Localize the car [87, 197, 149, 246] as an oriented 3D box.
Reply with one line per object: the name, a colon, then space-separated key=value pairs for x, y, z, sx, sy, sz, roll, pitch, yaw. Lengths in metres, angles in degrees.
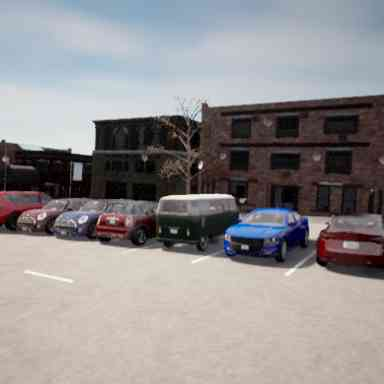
car: x=-2.000 y=1.204 z=14.733 sx=2.185 sy=1.767 sz=4.553 roll=0 pitch=0 yaw=31

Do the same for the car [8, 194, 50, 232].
car: x=-6.781 y=1.168 z=17.662 sx=2.185 sy=1.767 sz=4.553 roll=0 pitch=0 yaw=31

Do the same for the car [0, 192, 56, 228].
car: x=-11.595 y=1.007 z=20.534 sx=2.435 sy=2.045 sz=5.566 roll=0 pitch=0 yaw=31

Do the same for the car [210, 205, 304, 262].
car: x=2.832 y=1.365 z=11.891 sx=2.097 sy=1.535 sz=5.008 roll=0 pitch=0 yaw=31

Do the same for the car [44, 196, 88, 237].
car: x=-4.374 y=1.186 z=16.225 sx=2.185 sy=1.767 sz=4.553 roll=0 pitch=0 yaw=31

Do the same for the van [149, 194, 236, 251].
van: x=0.483 y=1.121 z=13.422 sx=1.878 sy=1.987 sz=4.442 roll=0 pitch=0 yaw=31

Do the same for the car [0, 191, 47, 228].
car: x=-9.189 y=1.025 z=19.096 sx=2.435 sy=2.045 sz=5.566 roll=0 pitch=0 yaw=31

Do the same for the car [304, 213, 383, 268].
car: x=5.251 y=1.412 z=10.474 sx=2.163 sy=1.488 sz=4.792 roll=0 pitch=0 yaw=31
